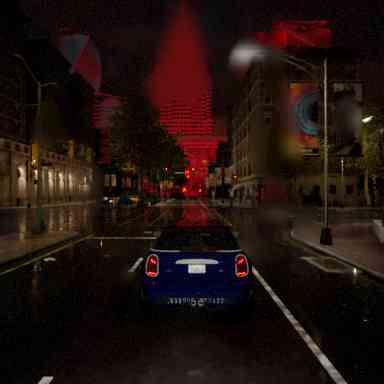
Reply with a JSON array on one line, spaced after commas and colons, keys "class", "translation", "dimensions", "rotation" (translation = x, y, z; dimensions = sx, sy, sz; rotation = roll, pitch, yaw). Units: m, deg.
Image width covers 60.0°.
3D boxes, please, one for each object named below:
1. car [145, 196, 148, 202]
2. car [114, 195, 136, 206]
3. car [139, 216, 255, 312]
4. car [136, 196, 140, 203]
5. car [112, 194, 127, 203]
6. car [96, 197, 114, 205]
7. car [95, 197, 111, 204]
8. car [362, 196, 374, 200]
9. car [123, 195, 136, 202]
[{"class": "car", "translation": [-11.238, 1.577, 75.752], "dimensions": [1.994, 1.385, 4.181], "rotation": [0, 0, 0]}, {"class": "car", "translation": [-11.387, 1.544, 56.731], "dimensions": [1.812, 1.442, 4.674], "rotation": [0, 0, 0]}, {"class": "car", "translation": [0.101, 1.355, 7.897], "dimensions": [2.097, 1.767, 4.553], "rotation": [0, 0, 0]}, {"class": "car", "translation": [-11.301, 1.499, 65.879], "dimensions": [1.882, 1.535, 5.008], "rotation": [0, 0, 1]}, {"class": "car", "translation": [-14.765, 1.374, 68.015], "dimensions": [2.097, 1.767, 4.553], "rotation": [0, 0, 0]}, {"class": "car", "translation": [-14.877, 1.566, 57.906], "dimensions": [2.033, 1.411, 5.357], "rotation": [0, 0, 0]}, {"class": "car", "translation": [-18.016, 1.617, 67.408], "dimensions": [1.895, 1.301, 4.718], "rotation": [0, 0, 0]}, {"class": "car", "translation": [34.683, 1.503, 68.618], "dimensions": [2.231, 1.521, 4.892], "rotation": [0, 0, 0]}, {"class": "car", "translation": [-14.728, 1.551, 78.417], "dimensions": [2.128, 1.511, 4.902], "rotation": [0, 0, 0]}]
